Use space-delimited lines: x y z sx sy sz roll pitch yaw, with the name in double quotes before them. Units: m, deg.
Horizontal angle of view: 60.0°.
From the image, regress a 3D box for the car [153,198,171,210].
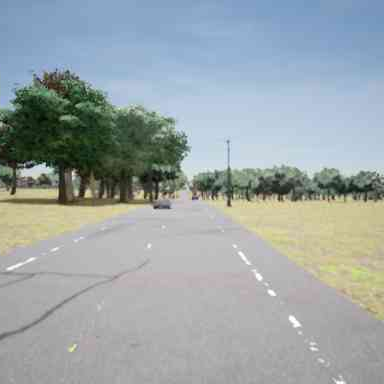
"car" -3.586 1.424 40.442 1.994 1.385 4.181 0 0 0
